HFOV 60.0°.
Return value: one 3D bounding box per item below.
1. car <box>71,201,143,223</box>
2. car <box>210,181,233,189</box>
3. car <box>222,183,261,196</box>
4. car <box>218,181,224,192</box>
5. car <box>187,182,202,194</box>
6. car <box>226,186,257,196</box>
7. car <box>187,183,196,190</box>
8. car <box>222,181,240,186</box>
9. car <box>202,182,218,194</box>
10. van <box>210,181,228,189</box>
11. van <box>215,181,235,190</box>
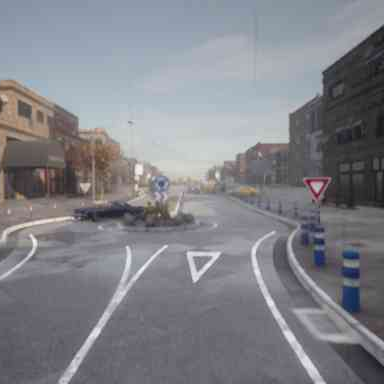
[{"bbox_3d":[-5.724,1.285,22.754,1.895,1.301,4.718,0,1,41],"label":"car"},{"bbox_3d":[7.369,-1.728,83.581,5.566,2.045,2.435,-1,2,-1],"label":"car"},{"bbox_3d":[7.765,-0.126,50.543,5.366,1.575,1.946,-1,3,-1],"label":"car"},{"bbox_3d":[7.716,-0.751,64.311,5.008,1.535,2.097,-1,2,-1],"label":"car"},{"bbox_3d":[0.174,-0.603,59.448,2.097,1.767,4.553,-1,2,-1],"label":"car"},{"bbox_3d":[7.909,-0.217,53.302,4.674,1.452,2.002,-1,3,-1],"label":"car"},{"bbox_3d":[-0.077,-1.228,73.637,1.882,1.535,5.008,-1,2,-1],"label":"car"},{"bbox_3d":[7.826,-0.511,56.046,4.553,1.767,2.185,-1,3,-1],"label":"car"},{"bbox_3d":[3.168,-0.538,60.254,1.882,1.535,5.008,-1,3,-1],"label":"car"},{"bbox_3d":[7.190,-1.876,89.088,4.442,1.987,1.878,-1,2,-1],"label":"van"},{"bbox_3d":[7.607,-1.510,77.951,4.442,1.987,1.878,-1,2,-1],"label":"van"}]
